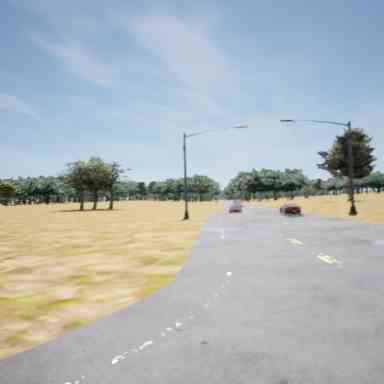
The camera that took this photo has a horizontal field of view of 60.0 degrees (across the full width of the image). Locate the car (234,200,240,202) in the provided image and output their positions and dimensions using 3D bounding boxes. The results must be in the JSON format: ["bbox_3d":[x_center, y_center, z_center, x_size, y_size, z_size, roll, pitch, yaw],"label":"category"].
[{"bbox_3d":[11.913,3.168,84.119,2.128,1.511,4.902,-2,-1,4],"label":"car"}]

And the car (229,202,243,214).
[{"bbox_3d":[6.761,2.644,51.322,1.994,1.385,4.181,-2,-1,10],"label":"car"}]

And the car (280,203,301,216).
[{"bbox_3d":[12.240,2.134,41.584,1.882,1.535,5.008,-2,-2,4],"label":"car"}]
